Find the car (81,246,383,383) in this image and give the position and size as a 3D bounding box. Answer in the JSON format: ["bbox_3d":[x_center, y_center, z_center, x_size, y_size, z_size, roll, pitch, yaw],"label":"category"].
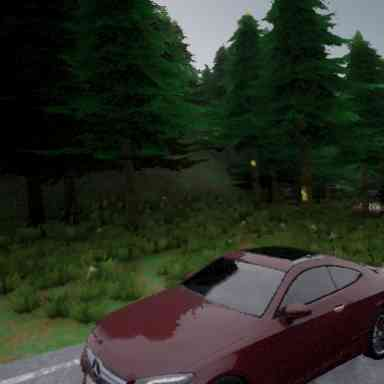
[{"bbox_3d":[0.976,1.522,4.396,4.674,1.442,1.812,0,0,-36],"label":"car"}]

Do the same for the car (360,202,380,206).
[{"bbox_3d":[21.099,1.947,39.667,2.097,1.767,4.553,-4,-1,6],"label":"car"}]
